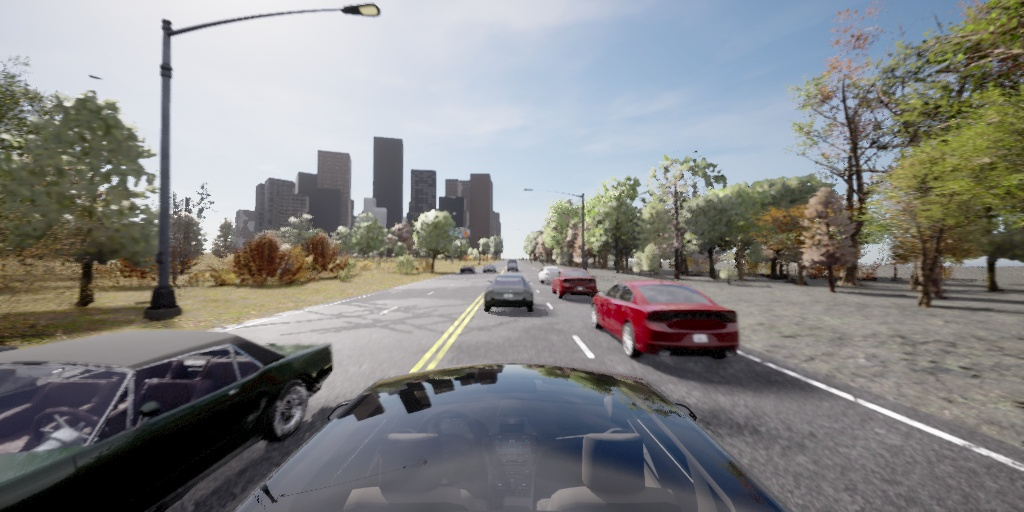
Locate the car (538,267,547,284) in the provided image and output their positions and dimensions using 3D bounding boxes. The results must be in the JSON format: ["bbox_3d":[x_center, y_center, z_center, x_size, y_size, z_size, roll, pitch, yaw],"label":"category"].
[{"bbox_3d":[3.274,1.614,30.687,1.812,1.442,4.674,0,-1,0],"label":"car"}]

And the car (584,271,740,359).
[{"bbox_3d":[3.260,1.303,8.681,1.882,1.535,5.008,0,-1,0],"label":"car"}]

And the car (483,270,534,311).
[{"bbox_3d":[-0.103,1.482,15.435,1.994,1.385,4.181,0,-1,1],"label":"car"}]

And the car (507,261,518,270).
[{"bbox_3d":[0.131,1.946,60.995,2.033,1.411,5.357,0,-1,0],"label":"car"}]

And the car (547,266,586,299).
[{"bbox_3d":[3.265,1.438,19.684,1.882,1.535,5.008,0,-1,0],"label":"car"}]

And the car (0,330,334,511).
[{"bbox_3d":[-3.348,1.362,2.640,1.895,1.301,4.718,0,-1,0],"label":"car"}]

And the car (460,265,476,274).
[{"bbox_3d":[-6.482,1.920,52.758,1.895,1.301,4.718,0,-1,1],"label":"car"}]

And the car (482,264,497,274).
[{"bbox_3d":[-3.234,1.883,52.653,1.994,1.385,4.181,0,-1,0],"label":"car"}]

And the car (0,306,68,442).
[{"bbox_3d":[-6.599,1.298,1.816,2.033,1.411,5.357,0,-1,0],"label":"car"}]
